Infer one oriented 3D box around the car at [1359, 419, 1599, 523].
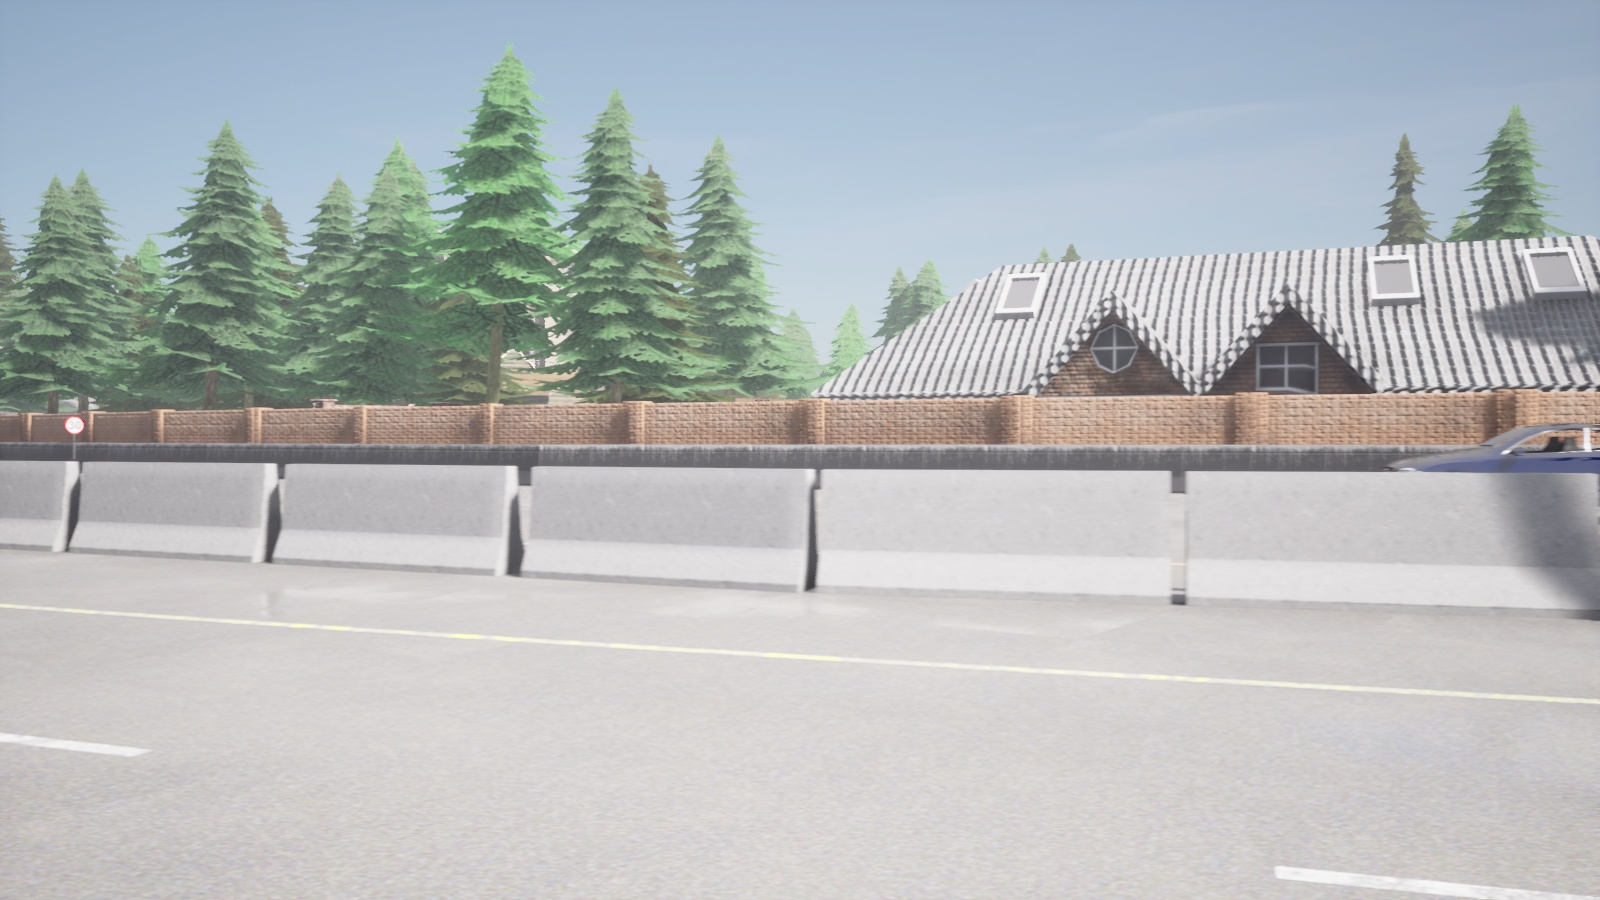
[{"bbox_3d":[12.370,0.319,21.274,5.027,1.651,2.152,0,1,16],"label":"car"}]
